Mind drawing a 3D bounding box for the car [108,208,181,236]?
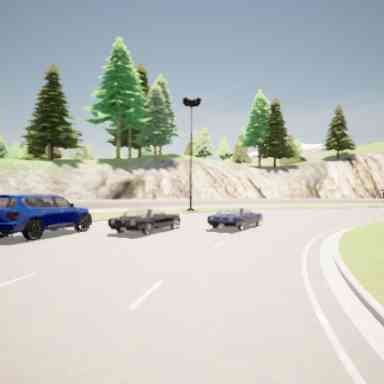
[{"bbox_3d":[-2.405,1.531,18.248,1.895,1.301,4.718,1,0,25],"label":"car"}]

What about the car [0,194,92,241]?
[{"bbox_3d":[-7.294,1.101,16.278,2.150,2.045,5.566,0,0,20],"label":"car"}]

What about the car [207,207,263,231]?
[{"bbox_3d":[2.807,1.584,20.645,1.895,1.301,4.718,1,0,31],"label":"car"}]
